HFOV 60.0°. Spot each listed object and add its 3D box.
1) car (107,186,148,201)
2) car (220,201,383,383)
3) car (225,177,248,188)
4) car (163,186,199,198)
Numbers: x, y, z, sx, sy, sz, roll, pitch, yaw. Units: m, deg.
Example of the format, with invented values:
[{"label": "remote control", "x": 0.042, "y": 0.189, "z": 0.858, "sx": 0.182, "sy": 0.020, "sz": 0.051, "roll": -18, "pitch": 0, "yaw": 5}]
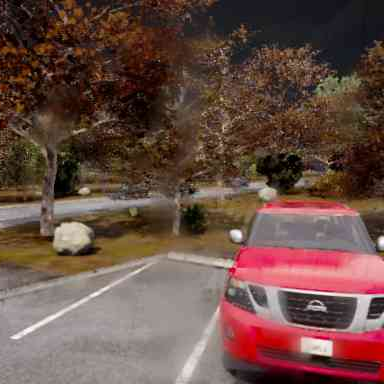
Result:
[{"label": "car", "x": -6.755, "y": 0.022, "z": 35.161, "sx": 1.837, "sy": 1.490, "sz": 4.892, "roll": 2, "pitch": 5, "yaw": 37}, {"label": "car", "x": 1.990, "y": 1.222, "z": 5.981, "sx": 2.435, "sy": 2.045, "sz": 5.566, "roll": 1, "pitch": 0, "yaw": 16}, {"label": "car", "x": 7.183, "y": -1.562, "z": 53.379, "sx": 2.097, "sy": 1.767, "sz": 4.553, "roll": 2, "pitch": 5, "yaw": 38}, {"label": "car", "x": -1.160, "y": -0.175, "z": 36.825, "sx": 2.128, "sy": 1.511, "sz": 4.902, "roll": 2, "pitch": 5, "yaw": 37}]
